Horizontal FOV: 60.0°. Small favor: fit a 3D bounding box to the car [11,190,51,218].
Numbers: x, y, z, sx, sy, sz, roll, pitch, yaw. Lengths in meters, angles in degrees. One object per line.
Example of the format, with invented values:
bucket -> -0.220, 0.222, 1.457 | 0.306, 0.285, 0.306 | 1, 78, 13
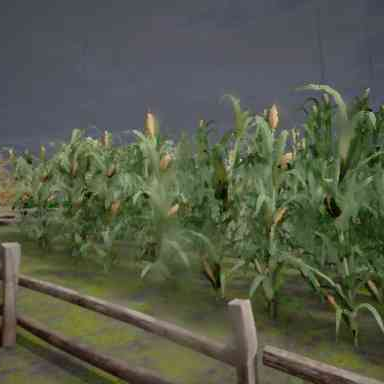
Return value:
car -> -11.234, 0.848, 26.508 | 2.150, 2.045, 5.566 | 1, 1, 36
